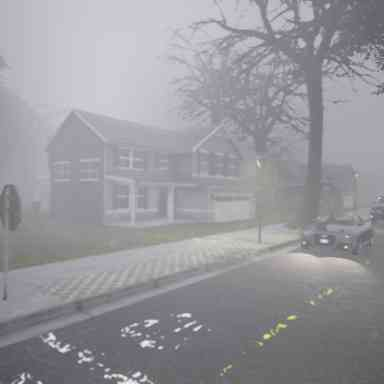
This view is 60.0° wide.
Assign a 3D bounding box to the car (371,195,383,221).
[{"bbox_3d":[14.451,1.212,23.799,2.150,2.045,5.566,1,0,39],"label":"car"}]

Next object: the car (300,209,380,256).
[{"bbox_3d":[5.909,1.558,13.332,1.994,1.385,4.181,1,0,38],"label":"car"}]
